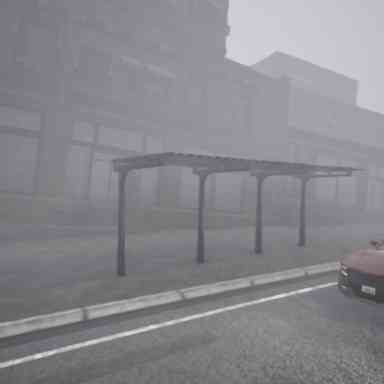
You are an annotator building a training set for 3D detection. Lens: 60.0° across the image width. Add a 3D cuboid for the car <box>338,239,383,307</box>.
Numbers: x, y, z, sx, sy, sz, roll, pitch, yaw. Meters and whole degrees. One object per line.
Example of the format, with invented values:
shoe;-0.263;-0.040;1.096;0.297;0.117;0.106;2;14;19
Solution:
car;5.336;1.513;7.347;5.008;1.535;1.882;0;0;-31
